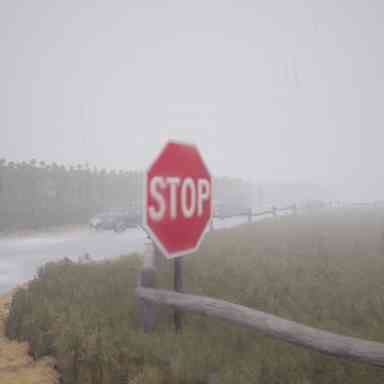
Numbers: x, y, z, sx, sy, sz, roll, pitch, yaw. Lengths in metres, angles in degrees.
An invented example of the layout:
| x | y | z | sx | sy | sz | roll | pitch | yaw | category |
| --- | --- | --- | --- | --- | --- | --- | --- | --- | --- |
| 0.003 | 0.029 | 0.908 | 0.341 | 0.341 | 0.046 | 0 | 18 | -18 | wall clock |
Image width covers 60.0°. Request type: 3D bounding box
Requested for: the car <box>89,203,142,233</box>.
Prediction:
| x | y | z | sx | sy | sz | roll | pitch | yaw | category |
| --- | --- | --- | --- | --- | --- | --- | --- | --- | --- |
| -3.583 | 1.406 | 19.063 | 2.128 | 1.511 | 4.902 | 0 | 0 | 35 | car |

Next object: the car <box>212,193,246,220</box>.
| x | y | z | sx | sy | sz | roll | pitch | yaw | category |
| --- | --- | --- | --- | --- | --- | --- | --- | --- | --- |
| 2.541 | 1.136 | 27.685 | 2.150 | 2.045 | 5.566 | 0 | 0 | 35 | car |

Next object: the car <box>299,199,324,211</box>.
| x | y | z | sx | sy | sz | roll | pitch | yaw | category |
| --- | --- | --- | --- | --- | --- | --- | --- | --- | --- |
| 13.590 | 1.482 | 37.646 | 2.033 | 1.411 | 5.357 | 0 | 0 | 33 | car |
